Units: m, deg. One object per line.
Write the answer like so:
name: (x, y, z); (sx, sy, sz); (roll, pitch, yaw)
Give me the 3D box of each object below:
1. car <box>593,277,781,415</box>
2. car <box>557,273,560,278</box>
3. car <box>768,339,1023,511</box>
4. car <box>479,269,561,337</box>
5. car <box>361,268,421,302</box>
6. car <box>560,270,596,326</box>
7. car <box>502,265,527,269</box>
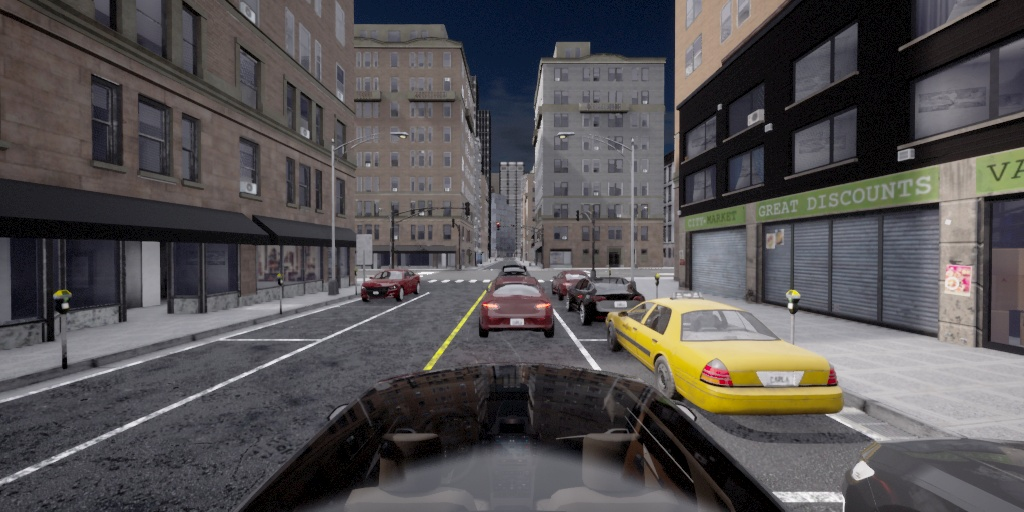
car: (2.879, 1.274, 6.147); (1.751, 1.417, 4.829); (0, 0, 0)
car: (2.892, 1.327, 17.149); (1.802, 1.307, 4.207); (0, 0, 0)
car: (2.872, 1.301, 0.391); (2.007, 1.370, 4.403); (0, 0, 0)
car: (0.103, 1.273, 10.128); (1.812, 1.442, 4.674); (0, 0, 0)
car: (-5.653, 1.290, 17.156); (1.888, 1.381, 4.507); (0, 0, 0)
car: (2.885, 1.313, 11.563); (1.948, 1.339, 4.313); (0, 0, 0)
car: (0.119, 1.249, 20.407); (1.837, 1.490, 4.892); (0, 0, 0)
